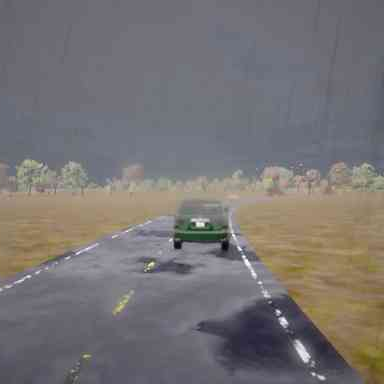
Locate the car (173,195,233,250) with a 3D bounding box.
[{"bbox_3d":[0.468,1.255,14.570,2.150,2.045,5.566,0,0,4],"label":"car"}]

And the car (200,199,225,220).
[{"bbox_3d":[1.862,1.470,29.377,1.882,1.535,5.008,0,0,7],"label":"car"}]

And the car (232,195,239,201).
[{"bbox_3d":[9.688,1.325,76.813,1.882,1.535,5.008,0,0,18],"label":"car"}]
